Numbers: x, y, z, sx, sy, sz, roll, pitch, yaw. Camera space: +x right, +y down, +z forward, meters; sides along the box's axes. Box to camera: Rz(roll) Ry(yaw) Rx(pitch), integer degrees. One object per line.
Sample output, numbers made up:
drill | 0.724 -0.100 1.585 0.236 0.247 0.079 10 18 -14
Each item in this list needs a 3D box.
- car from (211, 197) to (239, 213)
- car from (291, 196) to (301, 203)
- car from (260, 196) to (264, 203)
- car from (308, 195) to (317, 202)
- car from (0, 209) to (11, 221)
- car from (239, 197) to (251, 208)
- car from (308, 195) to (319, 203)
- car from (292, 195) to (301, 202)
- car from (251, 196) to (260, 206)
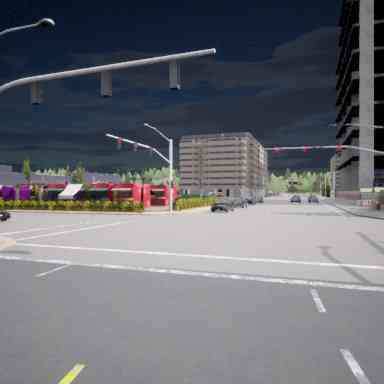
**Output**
car | 3.647 1.547 38.295 2.033 1.411 5.357 0 0 19
car | 21.599 1.555 69.282 1.994 1.385 4.181 0 0 19
car | 13.046 1.492 65.949 2.128 1.511 4.902 0 0 19
car | 28.108 1.524 77.696 1.812 1.442 4.674 0 0 19
car | -16.445 1.619 26.162 4.181 1.385 1.994 0 0 19
car | 6.769 1.505 47.527 1.837 1.490 4.892 0 0 18
car | 24.808 1.541 67.844 2.033 1.411 5.357 0 0 19
car | 24.686 1.540 78.503 2.033 1.411 5.357 0 0 19
car | 9.793 1.601 56.461 1.895 1.301 4.718 0 0 19
